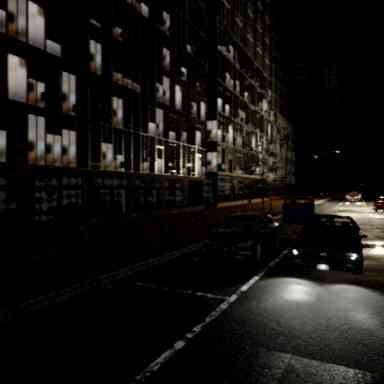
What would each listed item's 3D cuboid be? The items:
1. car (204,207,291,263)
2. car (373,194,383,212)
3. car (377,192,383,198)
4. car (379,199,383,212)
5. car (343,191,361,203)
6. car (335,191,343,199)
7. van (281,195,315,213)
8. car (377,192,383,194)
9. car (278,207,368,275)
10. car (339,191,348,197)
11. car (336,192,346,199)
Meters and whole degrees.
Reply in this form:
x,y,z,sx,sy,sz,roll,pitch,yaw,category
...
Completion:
x,y,z,sx,sy,sz,roll,pitch,yaw,category
1.876,1.417,11.490,2.008,1.369,4.403,1,1,27,car
19.077,1.190,32.926,2.033,1.411,5.357,1,1,27,car
45.137,0.639,78.933,1.947,1.339,4.313,1,1,27,car
11.748,1.359,18.359,2.033,1.411,5.357,1,1,27,car
26.062,0.736,53.639,2.097,1.767,4.553,1,1,27,car
29.986,0.747,67.442,1.887,1.381,4.507,1,1,27,car
6.988,1.096,21.660,1.690,1.788,3.998,1,1,27,van
40.027,0.773,68.761,1.947,1.339,4.313,1,1,27,car
4.421,1.433,10.565,2.033,1.411,5.357,1,1,27,car
37.652,0.547,82.702,1.887,1.381,4.507,1,1,27,car
32.541,0.718,72.530,1.802,1.307,4.206,1,1,27,car
